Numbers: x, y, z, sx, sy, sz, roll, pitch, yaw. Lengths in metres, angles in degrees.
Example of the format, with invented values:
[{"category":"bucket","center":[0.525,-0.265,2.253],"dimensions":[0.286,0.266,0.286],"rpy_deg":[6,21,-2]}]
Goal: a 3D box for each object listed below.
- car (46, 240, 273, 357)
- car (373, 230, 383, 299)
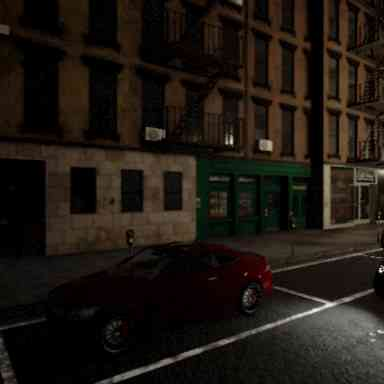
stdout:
[{"category":"car","center":[-0.327,1.581,5.963],"dimensions":[4.206,1.307,1.802],"rpy_deg":[0,0,-36]},{"category":"car","center":[5.815,1.524,7.213],"dimensions":[4.674,1.442,1.812],"rpy_deg":[0,0,-36]}]
